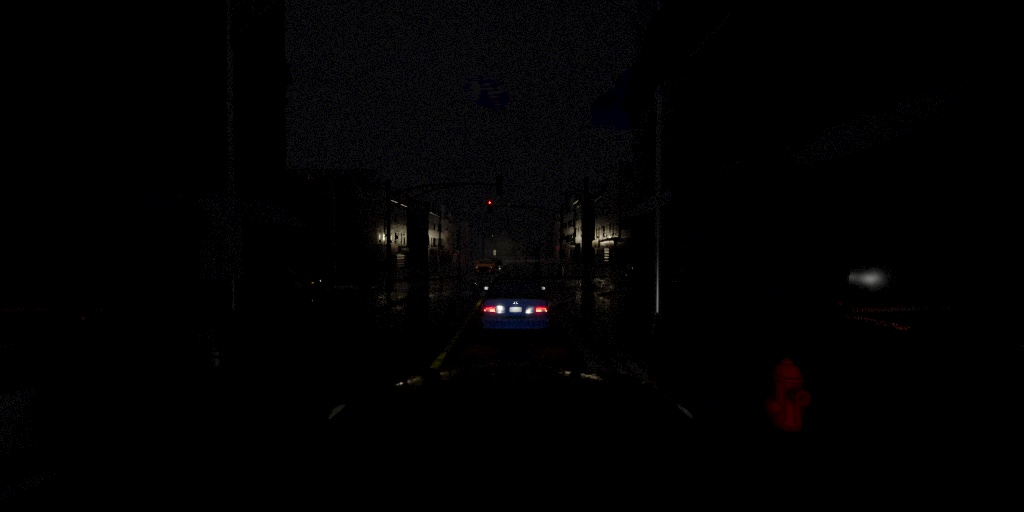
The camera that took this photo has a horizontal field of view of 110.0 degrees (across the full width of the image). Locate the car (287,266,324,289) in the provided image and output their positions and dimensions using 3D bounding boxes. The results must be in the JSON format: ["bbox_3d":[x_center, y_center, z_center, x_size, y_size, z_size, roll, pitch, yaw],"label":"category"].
[{"bbox_3d":[-14.800,1.378,23.102,4.892,1.490,1.837,0,1,-2],"label":"car"}]

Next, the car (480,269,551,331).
[{"bbox_3d":[0.088,1.286,10.842,2.033,1.411,5.357,0,0,0],"label":"car"}]

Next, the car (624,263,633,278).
[{"bbox_3d":[10.572,0.732,26.162,4.553,1.767,2.097,-2,1,1],"label":"car"}]

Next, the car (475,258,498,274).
[{"bbox_3d":[-2.851,1.082,38.707,1.882,1.535,5.008,0,0,0],"label":"car"}]

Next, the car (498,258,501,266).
[{"bbox_3d":[-2.852,1.039,48.933,1.837,1.490,4.892,0,1,0],"label":"car"}]
